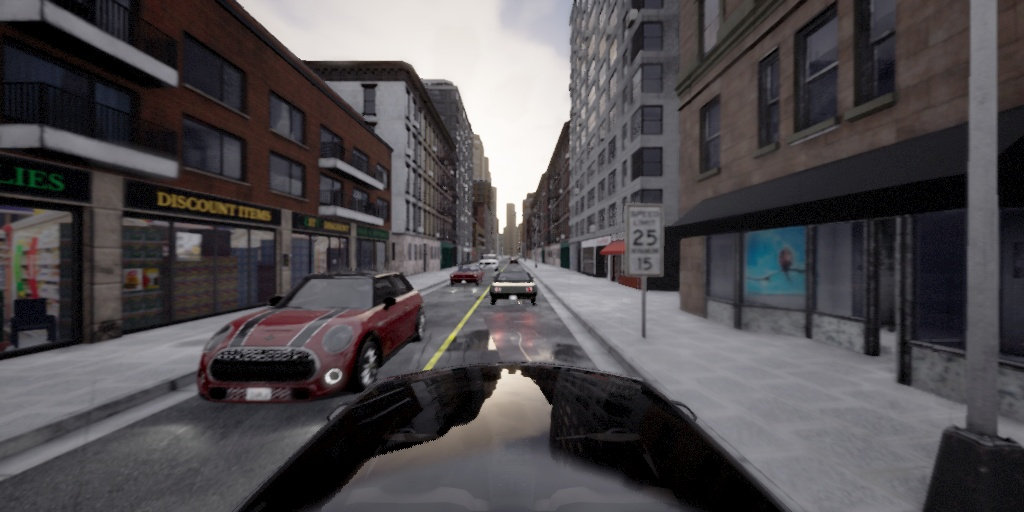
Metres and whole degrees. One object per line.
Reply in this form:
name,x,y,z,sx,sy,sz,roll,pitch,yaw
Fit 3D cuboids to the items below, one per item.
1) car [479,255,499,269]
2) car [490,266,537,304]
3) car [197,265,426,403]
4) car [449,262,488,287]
car,-2.784,0.833,44.078,2.150,2.045,5.566,0,0,0
car,0.068,1.310,16.080,1.895,1.301,4.718,0,0,0
car,-3.079,1.080,6.608,2.097,1.767,4.553,0,0,0
car,-2.954,1.279,24.263,1.895,1.301,4.718,0,0,1
